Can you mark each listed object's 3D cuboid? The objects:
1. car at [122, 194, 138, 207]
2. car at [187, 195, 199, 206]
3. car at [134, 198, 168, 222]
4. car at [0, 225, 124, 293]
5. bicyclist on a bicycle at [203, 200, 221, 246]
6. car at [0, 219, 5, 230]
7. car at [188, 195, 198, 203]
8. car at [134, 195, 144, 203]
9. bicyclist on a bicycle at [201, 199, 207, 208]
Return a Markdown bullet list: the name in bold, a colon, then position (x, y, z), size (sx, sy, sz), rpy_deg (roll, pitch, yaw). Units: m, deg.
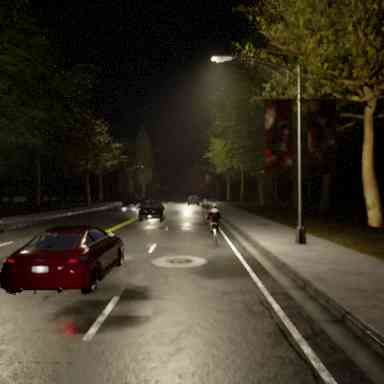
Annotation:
- **car**: position (-9.658, 1.290, 53.115), size (2.150, 2.045, 5.566), rpy_deg (0, 0, 1)
- **car**: position (0.274, 1.605, 57.097), size (1.812, 1.442, 4.674), rpy_deg (0, 0, 0)
- **car**: position (-3.069, 1.522, 26.584), size (1.837, 1.490, 4.892), rpy_deg (0, 0, 0)
- **car**: position (-3.123, 1.566, 8.864), size (1.994, 1.385, 4.181), rpy_deg (0, 0, 0)
- **bicyclist on a bicycle**: position (0.935, 1.375, 14.143), size (0.659, 1.776, 1.843), rpy_deg (0, 0, 0)
- **car**: position (-9.809, 1.552, 13.403), size (2.033, 1.411, 5.357), rpy_deg (0, 0, 0)
- **car**: position (0.223, 1.497, 73.481), size (2.097, 1.767, 4.553), rpy_deg (0, 0, 0)
- **car**: position (-6.438, 1.559, 46.826), size (1.837, 1.490, 4.892), rpy_deg (0, 0, 0)
- **bicyclist on a bicycle**: position (0.965, 1.385, 24.260), size (0.659, 1.776, 1.843), rpy_deg (0, 0, 0)
